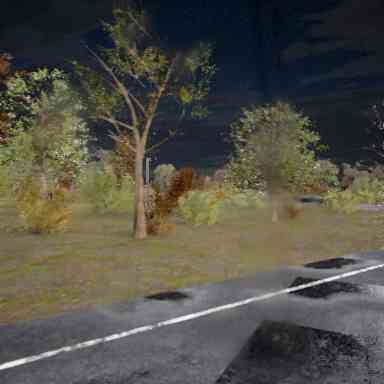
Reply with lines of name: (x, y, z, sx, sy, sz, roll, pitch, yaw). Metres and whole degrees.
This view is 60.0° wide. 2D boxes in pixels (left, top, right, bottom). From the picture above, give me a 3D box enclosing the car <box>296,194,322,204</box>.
car: (21.030, 1.167, 59.806, 2.097, 1.767, 4.553, 0, 0, -37)
